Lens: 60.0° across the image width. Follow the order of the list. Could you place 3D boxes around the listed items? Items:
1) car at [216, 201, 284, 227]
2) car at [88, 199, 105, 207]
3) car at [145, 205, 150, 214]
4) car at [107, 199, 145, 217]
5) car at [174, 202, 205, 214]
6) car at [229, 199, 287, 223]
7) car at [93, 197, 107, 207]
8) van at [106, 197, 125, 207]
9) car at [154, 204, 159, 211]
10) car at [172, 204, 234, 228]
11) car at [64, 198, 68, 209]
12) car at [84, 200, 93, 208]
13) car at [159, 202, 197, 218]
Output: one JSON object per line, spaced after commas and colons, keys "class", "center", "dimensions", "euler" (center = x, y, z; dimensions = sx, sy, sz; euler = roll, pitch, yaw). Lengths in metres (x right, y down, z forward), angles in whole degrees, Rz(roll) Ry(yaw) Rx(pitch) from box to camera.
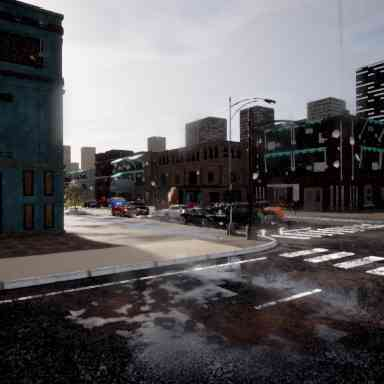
{"class": "car", "center": [4.209, 1.547, 24.257], "dimensions": [2.097, 1.767, 4.553], "euler": [-1, 0, -34]}
{"class": "car", "center": [-19.569, 2.227, 67.905], "dimensions": [1.887, 1.381, 4.507], "euler": [-1, 0, -35]}
{"class": "car", "center": [-6.793, 1.918, 39.902], "dimensions": [1.837, 1.490, 4.892], "euler": [-1, 0, -35]}
{"class": "car", "center": [-7.198, 1.846, 35.965], "dimensions": [1.967, 1.590, 4.097], "euler": [-1, 0, -35]}
{"class": "car", "center": [-0.360, 1.903, 40.814], "dimensions": [1.802, 1.307, 4.206], "euler": [-2, 0, -35]}
{"class": "car", "center": [5.439, 1.542, 28.046], "dimensions": [2.097, 1.767, 4.553], "euler": [-1, 0, -35]}
{"class": "car", "center": [-16.373, 1.939, 63.390], "dimensions": [2.192, 1.841, 5.009], "euler": [-1, 0, -35]}
{"class": "van", "center": [-13.171, 1.907, 58.875], "dimensions": [1.690, 1.788, 3.998], "euler": [-1, 0, -35]}
{"class": "car", "center": [-3.560, 1.966, 45.329], "dimensions": [1.802, 1.307, 4.206], "euler": [-2, 0, -35]}
{"class": "car", "center": [0.732, 1.814, 24.575], "dimensions": [1.947, 1.339, 4.313], "euler": [-1, 0, -35]}
{"class": "car", "center": [-23.105, 2.232, 58.403], "dimensions": [1.752, 1.417, 4.829], "euler": [-1, 0, -35]}
{"class": "car", "center": [-19.309, 2.230, 63.075], "dimensions": [1.994, 1.385, 4.181], "euler": [-1, 0, -35]}
{"class": "car", "center": [-0.886, 1.898, 31.561], "dimensions": [1.895, 1.301, 4.718], "euler": [-1, 0, -35]}
